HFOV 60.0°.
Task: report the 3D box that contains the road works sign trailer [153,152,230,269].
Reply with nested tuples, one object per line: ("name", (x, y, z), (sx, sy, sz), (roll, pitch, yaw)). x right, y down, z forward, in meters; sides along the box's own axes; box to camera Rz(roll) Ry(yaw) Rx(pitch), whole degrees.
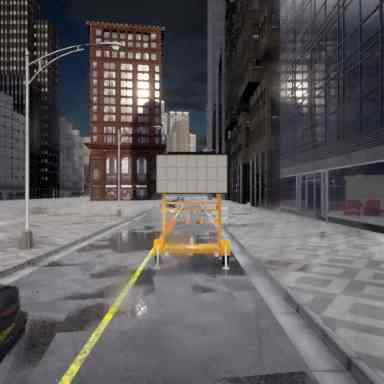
("road works sign trailer", (-0.004, 0.465, 11.091), (2.380, 3.560, 2.880), (0, 0, 0))

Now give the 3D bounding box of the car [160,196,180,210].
("car", (-3.119, 1.591, 44.229), (2.033, 1.411, 5.357), (0, 0, 0))

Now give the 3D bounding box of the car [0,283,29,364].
("car", (-3.101, 1.547, 2.121), (2.033, 1.411, 5.357), (0, 0, 0))

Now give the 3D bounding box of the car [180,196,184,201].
("car", (-3.038, 1.696, 84.506), (1.812, 1.442, 4.674), (0, 0, 0))
